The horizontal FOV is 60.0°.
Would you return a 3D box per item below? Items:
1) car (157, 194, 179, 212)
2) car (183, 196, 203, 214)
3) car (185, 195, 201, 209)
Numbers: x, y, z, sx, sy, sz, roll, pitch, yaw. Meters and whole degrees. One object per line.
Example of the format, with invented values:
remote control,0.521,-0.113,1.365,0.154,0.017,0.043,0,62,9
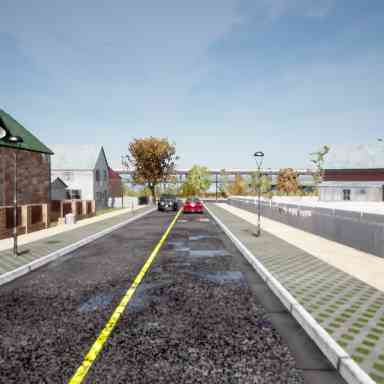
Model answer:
car,-2.766,1.218,39.169,2.150,2.045,5.566,0,0,0
car,0.089,1.342,35.336,2.097,1.767,4.553,0,0,0
car,0.090,1.349,45.097,2.097,1.767,4.553,0,0,0
